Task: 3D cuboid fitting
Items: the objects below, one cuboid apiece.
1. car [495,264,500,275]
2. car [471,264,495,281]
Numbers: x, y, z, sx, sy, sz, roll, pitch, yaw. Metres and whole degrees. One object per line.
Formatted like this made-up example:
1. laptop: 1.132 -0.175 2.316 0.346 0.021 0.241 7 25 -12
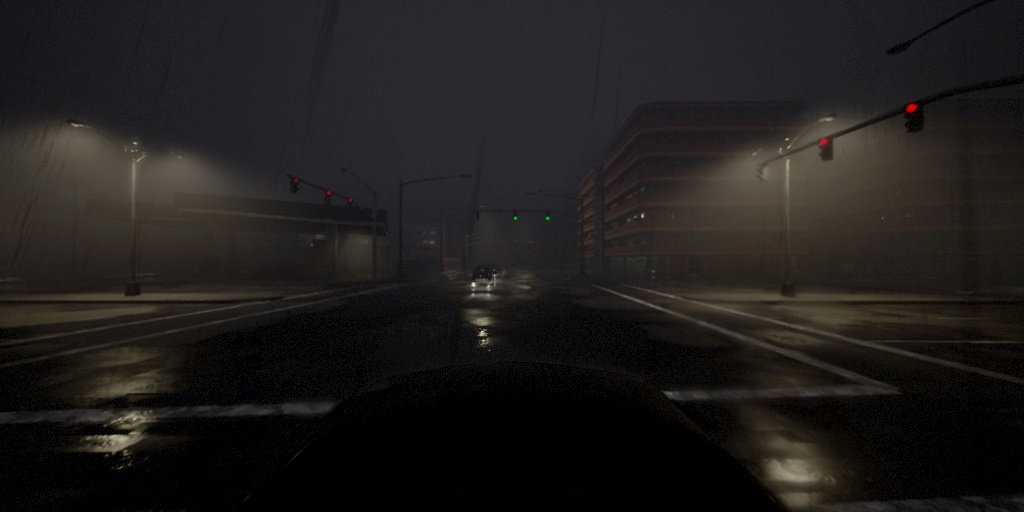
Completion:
1. car: -3.121 1.899 52.022 1.837 1.490 4.892 0 0 0
2. car: -3.042 1.707 37.051 1.837 1.490 4.892 0 0 0
